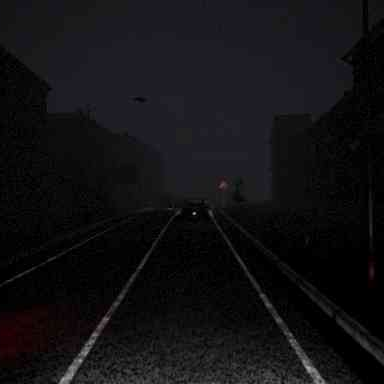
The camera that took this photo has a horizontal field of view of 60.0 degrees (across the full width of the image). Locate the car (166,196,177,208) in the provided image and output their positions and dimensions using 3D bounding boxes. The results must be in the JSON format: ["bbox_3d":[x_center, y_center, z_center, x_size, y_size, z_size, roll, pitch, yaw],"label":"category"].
[{"bbox_3d":[-1.937,1.282,42.503,2.033,1.411,5.357,0,1,6],"label":"car"}]

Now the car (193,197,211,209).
[{"bbox_3d":[1.337,1.341,42.824,1.895,1.301,4.718,-1,0,6],"label":"car"}]

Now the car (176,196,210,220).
[{"bbox_3d":[0.197,1.183,24.264,2.128,1.511,4.902,0,1,1],"label":"car"}]
